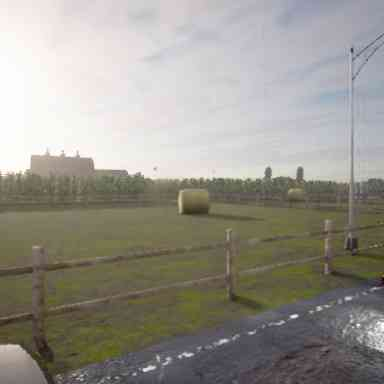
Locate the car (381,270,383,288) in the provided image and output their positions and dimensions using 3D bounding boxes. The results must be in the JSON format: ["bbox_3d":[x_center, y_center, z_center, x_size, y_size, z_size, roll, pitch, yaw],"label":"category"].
[{"bbox_3d":[6.085,1.503,7.354,4.674,1.442,1.812,0,0,-35],"label":"car"}]

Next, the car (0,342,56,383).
[{"bbox_3d":[-3.054,1.553,0.887,5.357,1.411,2.033,0,0,-35],"label":"car"}]
